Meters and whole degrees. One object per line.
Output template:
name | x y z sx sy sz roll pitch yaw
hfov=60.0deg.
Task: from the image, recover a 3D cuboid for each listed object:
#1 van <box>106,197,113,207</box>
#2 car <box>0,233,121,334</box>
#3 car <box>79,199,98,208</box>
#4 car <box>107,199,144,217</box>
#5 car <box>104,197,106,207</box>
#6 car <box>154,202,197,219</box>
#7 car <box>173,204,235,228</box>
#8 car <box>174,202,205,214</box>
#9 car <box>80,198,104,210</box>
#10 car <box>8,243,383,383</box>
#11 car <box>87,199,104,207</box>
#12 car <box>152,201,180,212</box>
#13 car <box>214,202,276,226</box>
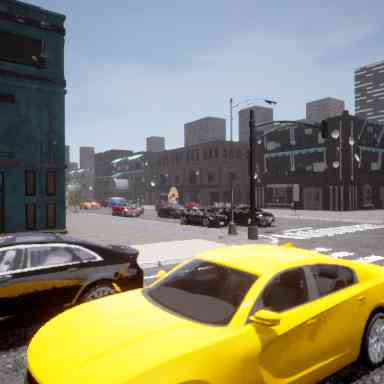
van | -13.234 1.906 58.927 1.690 1.788 3.998 -1 0 -36
car | -3.148 1.492 5.432 4.902 1.511 2.128 0 0 -36
car | -19.923 2.165 63.855 2.128 1.511 4.902 -1 0 -36
car | -7.183 1.846 36.037 1.967 1.590 4.097 -1 0 -36
car | -16.451 1.939 63.431 2.192 1.841 5.009 -1 0 -36
car | -1.770 1.879 32.950 1.994 1.385 4.181 -1 0 -35
car | 0.785 1.814 24.674 1.947 1.339 4.313 -2 0 -36
car | -0.362 1.903 40.910 1.802 1.307 4.206 -2 0 -36
car | -16.564 1.948 53.816 2.097 1.767 4.553 -1 0 -35
car | 0.683 1.477 4.179 5.008 1.535 1.882 0 0 -36
car | -19.663 2.227 67.936 1.887 1.381 4.507 -1 0 -36
car | -3.577 1.965 45.414 1.802 1.307 4.206 -2 0 -36
car | 4.006 1.705 24.788 1.837 1.490 4.892 -1 0 -34
